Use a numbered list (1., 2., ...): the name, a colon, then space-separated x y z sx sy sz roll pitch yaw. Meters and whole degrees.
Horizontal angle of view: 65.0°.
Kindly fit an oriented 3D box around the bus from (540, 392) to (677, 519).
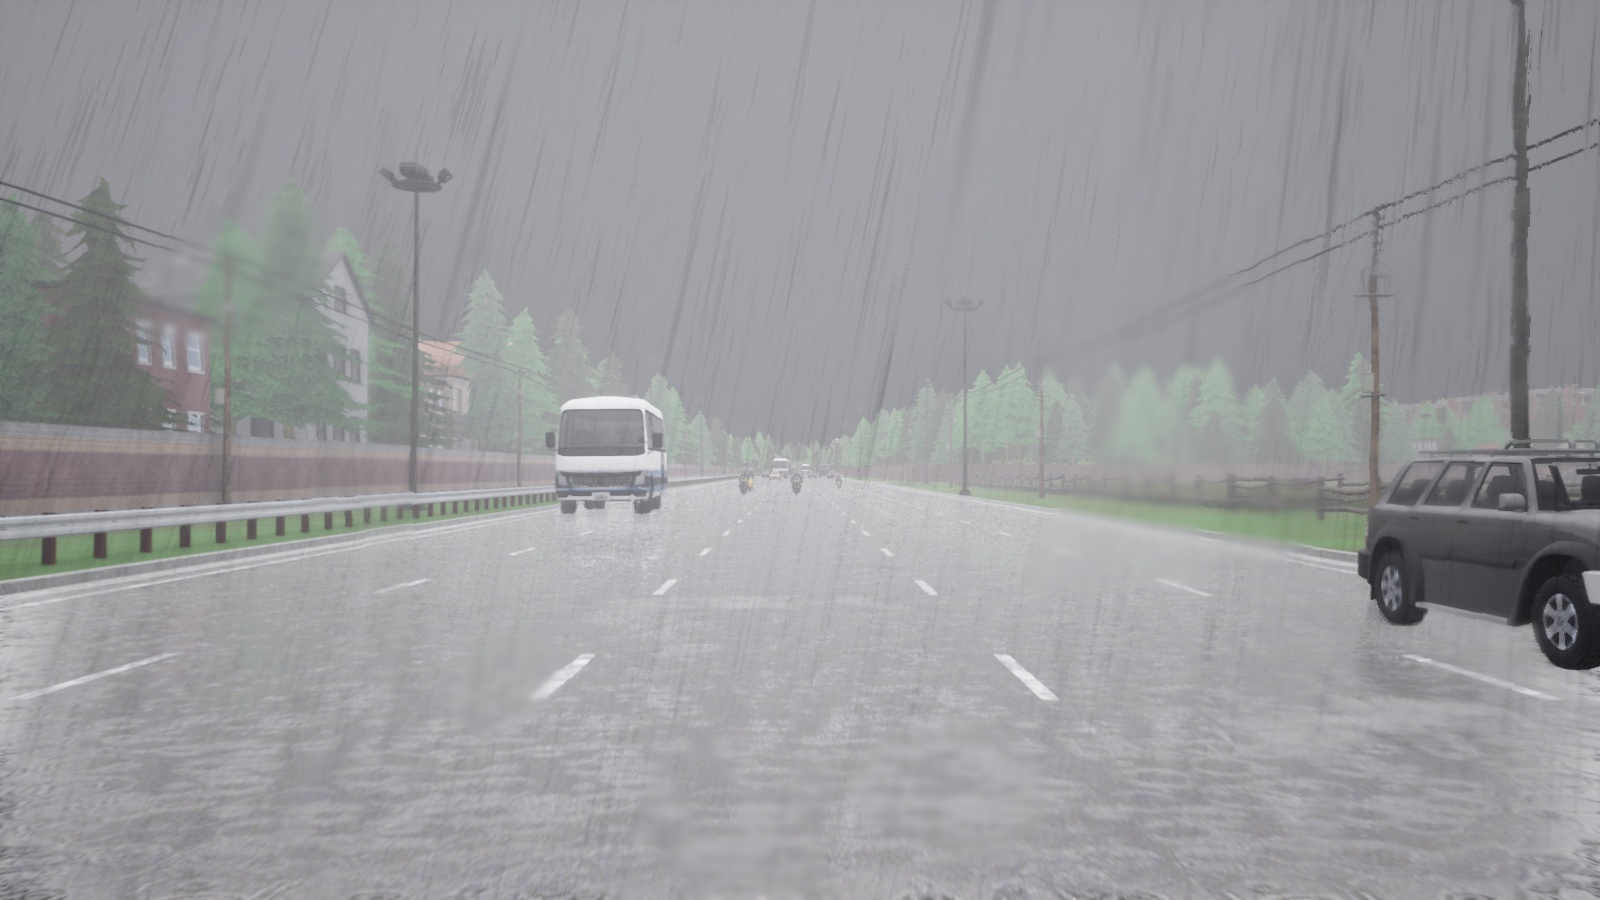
1. bus: -6.994 0.265 47.715 3.944 4.253 10.273 -1 -1 -2

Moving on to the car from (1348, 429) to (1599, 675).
1. car: 6.972 0.794 11.429 1.932 1.855 4.605 0 -1 0
